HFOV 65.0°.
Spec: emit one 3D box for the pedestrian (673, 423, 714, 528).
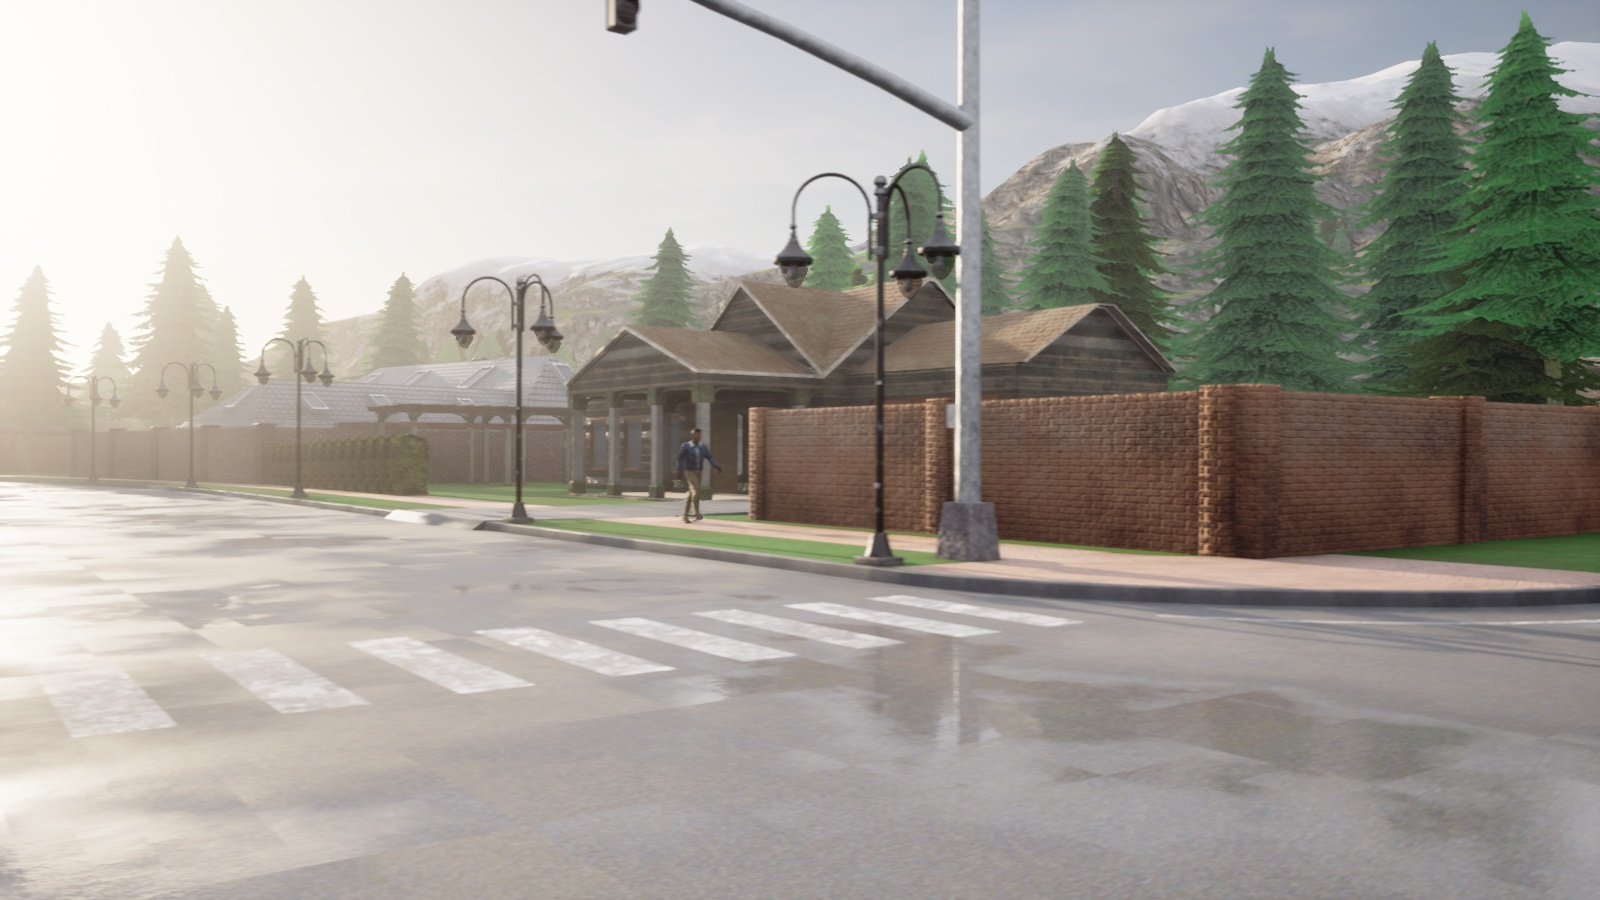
[{"bbox_3d":[-2.007,0.472,23.639,0.423,1.949,0.788,0,0,-35],"label":"pedestrian"}]
